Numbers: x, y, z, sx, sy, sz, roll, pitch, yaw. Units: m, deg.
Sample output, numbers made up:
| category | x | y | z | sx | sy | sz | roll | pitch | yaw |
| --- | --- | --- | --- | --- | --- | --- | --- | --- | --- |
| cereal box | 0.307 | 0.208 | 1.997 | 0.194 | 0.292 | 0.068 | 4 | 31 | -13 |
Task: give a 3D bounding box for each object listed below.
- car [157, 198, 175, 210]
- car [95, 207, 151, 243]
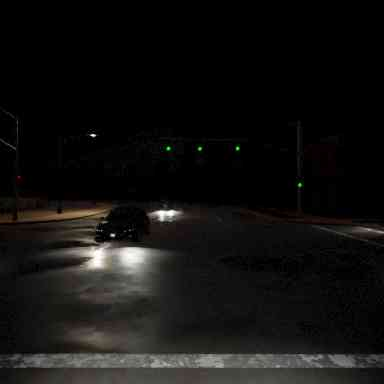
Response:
| category | x | y | z | sx | sy | sz | roll | pitch | yaw |
| --- | --- | --- | --- | --- | --- | --- | --- | --- | --- |
| car | -3.280 | 1.494 | 42.207 | 2.128 | 1.511 | 4.902 | 0 | 0 | -3 |
| car | -3.171 | 1.523 | 16.071 | 1.837 | 1.490 | 4.892 | 0 | 0 | 2 |
